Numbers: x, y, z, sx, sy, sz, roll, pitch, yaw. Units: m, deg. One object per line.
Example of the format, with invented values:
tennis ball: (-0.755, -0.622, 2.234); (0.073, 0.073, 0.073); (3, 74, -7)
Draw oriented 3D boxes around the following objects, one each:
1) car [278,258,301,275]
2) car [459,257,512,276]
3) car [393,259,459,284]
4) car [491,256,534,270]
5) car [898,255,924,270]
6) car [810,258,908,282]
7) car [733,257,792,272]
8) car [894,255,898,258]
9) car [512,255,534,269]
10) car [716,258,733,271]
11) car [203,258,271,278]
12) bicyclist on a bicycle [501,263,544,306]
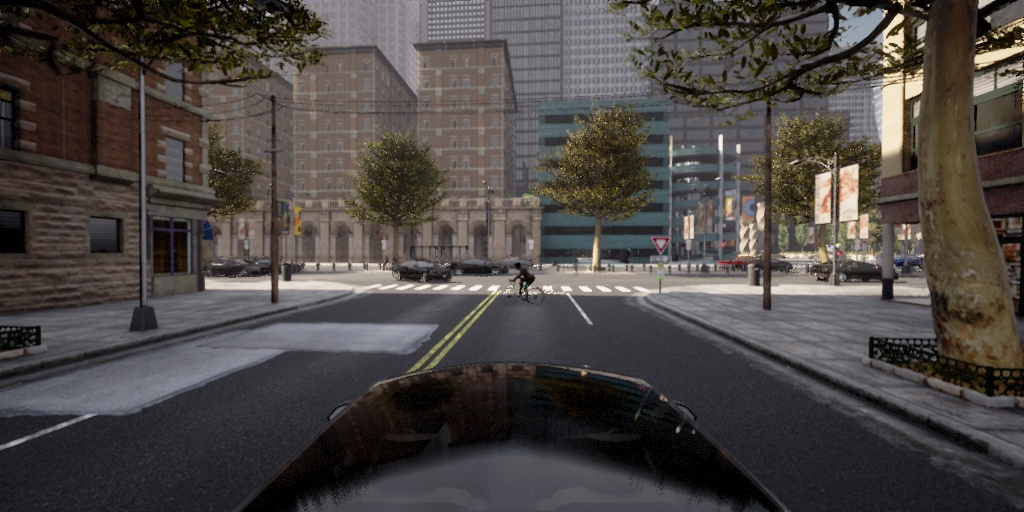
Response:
car: (-21.314, 0.895, 31.976); (4.674, 1.442, 1.812); (0, 1, 5)
car: (-2.828, 0.897, 30.440); (5.008, 1.535, 1.882); (0, 1, 5)
car: (-6.055, 0.964, 24.020); (5.008, 1.535, 1.882); (1, 0, 42)
car: (0.102, 0.786, 41.937); (4.902, 1.511, 2.128); (0, 1, 5)
car: (41.282, 0.585, 34.909); (4.674, 1.442, 1.812); (0, 1, 5)
car: (23.541, 1.035, 24.749); (4.892, 1.490, 1.837); (0, 1, 5)
car: (25.586, 0.928, 36.298); (4.674, 1.442, 1.812); (0, 1, 5)
car: (41.571, 0.602, 38.397); (5.008, 1.535, 1.882); (0, 1, 5)
car: (-0.188, 0.825, 38.450); (4.902, 1.511, 2.128); (0, 1, 5)
car: (25.348, 0.840, 39.838); (5.008, 1.535, 1.882); (0, 1, 5)
car: (-21.958, 0.913, 28.516); (4.892, 1.490, 1.837); (0, 1, 5)
bicyclist on a bicycle: (0.381, 1.070, 13.458); (1.656, 1.620, 0.582); (0, 1, 4)
